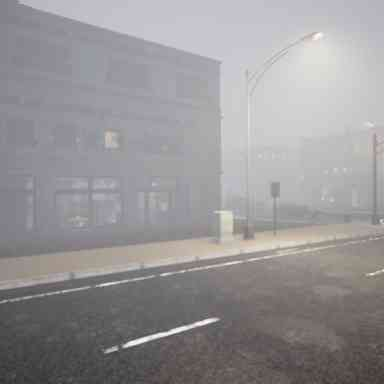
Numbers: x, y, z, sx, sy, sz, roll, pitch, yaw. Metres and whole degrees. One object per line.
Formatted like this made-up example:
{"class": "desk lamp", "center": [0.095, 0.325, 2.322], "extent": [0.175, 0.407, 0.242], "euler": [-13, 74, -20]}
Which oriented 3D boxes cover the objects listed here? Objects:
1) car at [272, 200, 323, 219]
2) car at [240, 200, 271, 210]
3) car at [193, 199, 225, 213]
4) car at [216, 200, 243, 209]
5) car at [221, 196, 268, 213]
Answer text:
{"class": "car", "center": [10.108, 1.775, 31.301], "extent": [1.947, 1.339, 4.313], "euler": [-2, 0, -35]}
{"class": "car", "center": [8.986, 1.852, 47.538], "extent": [1.802, 1.307, 4.206], "euler": [-2, 0, -35]}
{"class": "car", "center": [2.157, 1.807, 42.676], "extent": [1.967, 1.590, 4.097], "euler": [-2, 0, -35]}
{"class": "car", "center": [5.777, 1.915, 52.047], "extent": [1.802, 1.307, 4.206], "euler": [-2, 0, -35]}
{"class": "car", "center": [6.472, 1.515, 41.094], "extent": [2.150, 2.045, 5.566], "euler": [-1, 0, -35]}
